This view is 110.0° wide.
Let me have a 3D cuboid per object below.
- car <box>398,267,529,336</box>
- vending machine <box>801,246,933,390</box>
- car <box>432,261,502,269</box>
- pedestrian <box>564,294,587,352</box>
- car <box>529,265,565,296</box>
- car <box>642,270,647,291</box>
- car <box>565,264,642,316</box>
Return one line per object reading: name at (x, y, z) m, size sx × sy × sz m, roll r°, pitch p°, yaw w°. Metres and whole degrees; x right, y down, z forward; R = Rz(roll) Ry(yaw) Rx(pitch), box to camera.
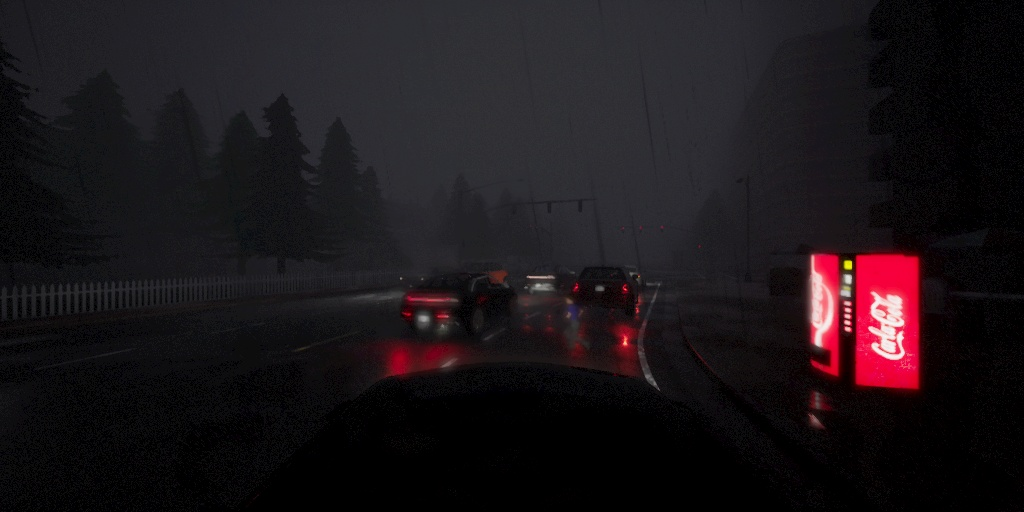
car at (-1.262, 1.235, 10.562) m, size 2.128 × 1.511 × 4.902 m, roll 0°, pitch 0°, yaw 18°
vending machine at (5.402, 0.943, 5.558) m, size 1.100 × 2.100 × 0.880 m, roll 0°, pitch 0°, yaw 15°
car at (-1.901, 1.091, 19.239) m, size 2.097 × 1.767 × 4.553 m, roll 0°, pitch 0°, yaw 24°
pedestrian at (1.310, 1.321, 7.538) m, size 0.375 × 1.300 × 0.375 m, roll 0°, pitch 0°, yaw 16°
car at (2.209, 1.232, 19.311) m, size 2.128 × 1.511 × 4.902 m, roll 0°, pitch 0°, yaw 23°
car at (7.173, 1.264, 22.020) m, size 1.812 × 1.442 × 4.674 m, roll 0°, pitch 0°, yaw 24°
car at (3.675, 1.096, 13.741) m, size 2.097 × 1.767 × 4.553 m, roll 0°, pitch 0°, yaw 22°
